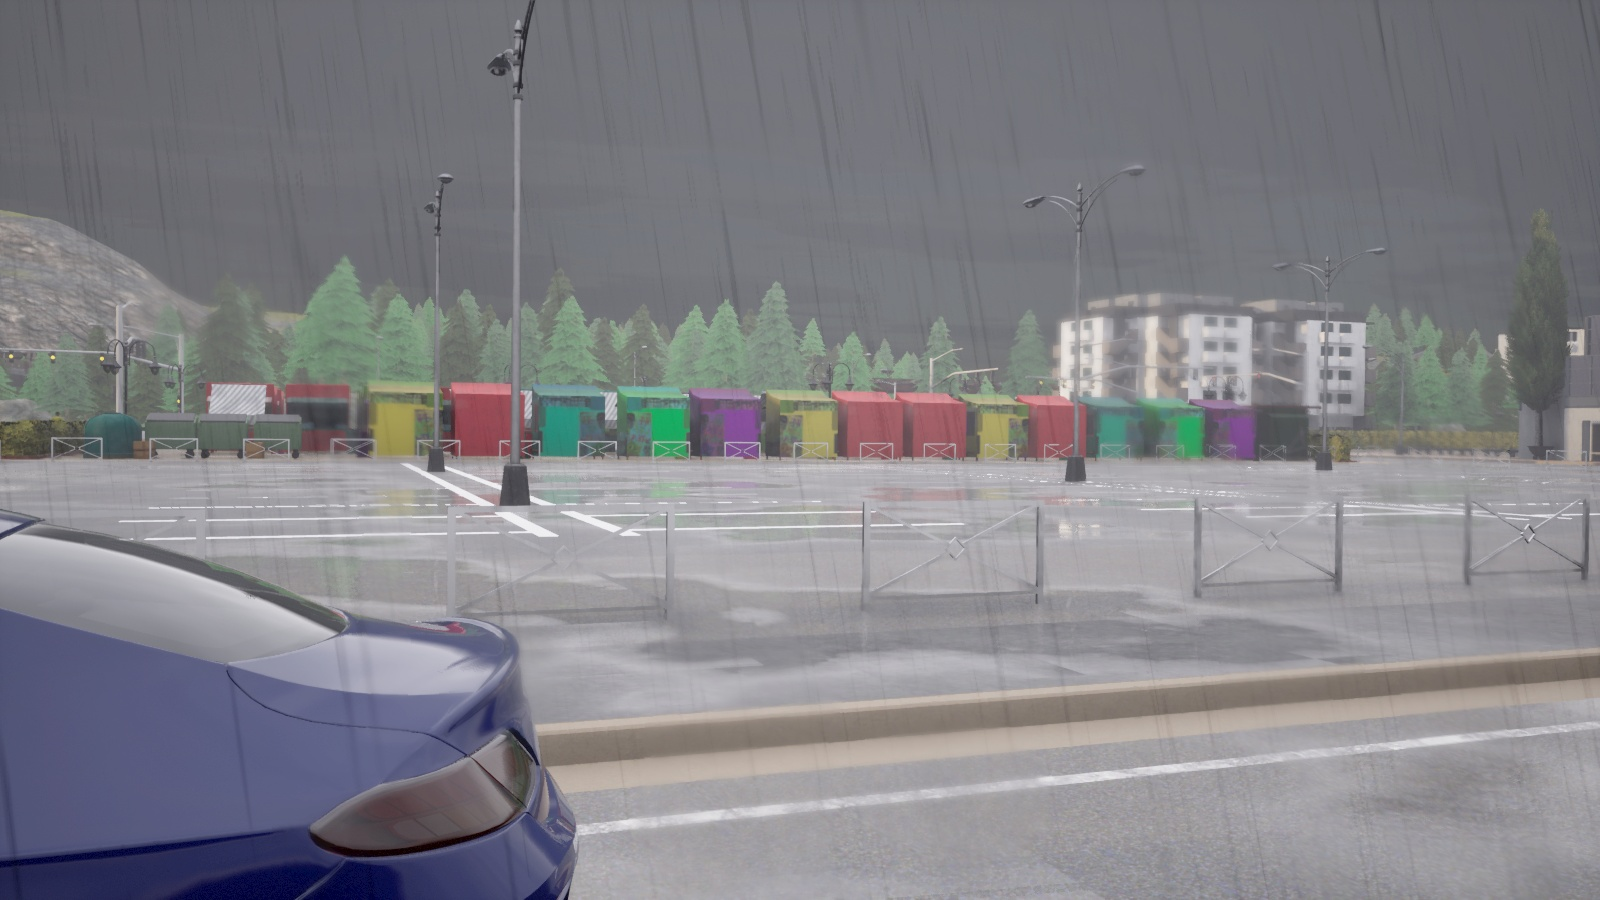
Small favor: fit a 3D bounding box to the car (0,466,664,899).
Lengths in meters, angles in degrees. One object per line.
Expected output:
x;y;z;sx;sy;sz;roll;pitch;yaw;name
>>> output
-2.743;0.818;2.198;4.674;1.442;1.812;-1;1;-21;car
